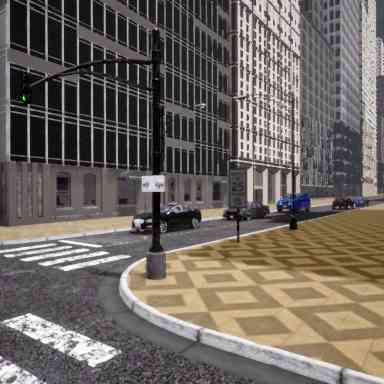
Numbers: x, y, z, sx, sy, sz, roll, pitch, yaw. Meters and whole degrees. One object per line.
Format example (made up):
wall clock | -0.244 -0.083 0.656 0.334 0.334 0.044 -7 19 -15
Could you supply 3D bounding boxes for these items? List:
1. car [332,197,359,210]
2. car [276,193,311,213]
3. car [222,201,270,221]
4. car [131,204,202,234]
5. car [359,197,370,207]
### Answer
car | 18.423 1.359 40.377 1.837 1.490 4.892 0 0 37
car | 10.986 1.113 35.670 2.150 2.045 5.566 0 0 37
car | 4.570 1.472 27.120 2.033 1.411 5.357 0 0 37
car | -1.349 1.447 19.218 2.128 1.511 4.902 0 0 37
car | 24.636 1.368 48.745 2.033 1.411 5.357 0 0 37
